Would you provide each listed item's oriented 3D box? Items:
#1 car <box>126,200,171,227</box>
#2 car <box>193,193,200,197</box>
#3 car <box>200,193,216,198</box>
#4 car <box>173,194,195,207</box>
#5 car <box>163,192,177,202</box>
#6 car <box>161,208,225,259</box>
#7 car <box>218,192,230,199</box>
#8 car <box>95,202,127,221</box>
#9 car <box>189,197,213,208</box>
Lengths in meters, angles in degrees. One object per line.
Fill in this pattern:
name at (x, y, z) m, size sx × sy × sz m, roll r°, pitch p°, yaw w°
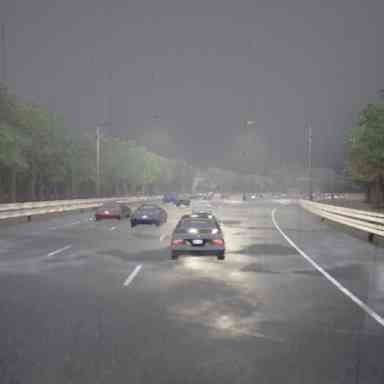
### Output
car at (-2.873, 1.535, 22.812) m, size 1.994 × 1.385 × 4.181 m, roll 0°, pitch 0°, yaw 3°
car at (1.008, 1.140, 87.842) m, size 2.097 × 1.767 × 4.553 m, roll 0°, pitch 0°, yaw 11°
car at (4.212, 1.326, 85.924) m, size 2.128 × 1.511 × 4.902 m, roll 0°, pitch 0°, yaw 11°
car at (-1.083, 1.412, 48.398) m, size 1.837 × 1.490 × 4.892 m, roll 0°, pitch 0°, yaw 6°
car at (-3.564, 1.091, 58.532) m, size 2.150 × 2.045 × 5.566 m, roll 0°, pitch 0°, yaw 8°
car at (0.225, 1.545, 12.553) m, size 2.033 × 1.411 × 5.357 m, roll 0°, pitch 0°, yaw 1°
car at (9.561, 1.004, 94.908) m, size 2.150 × 2.045 × 5.566 m, roll 0°, pitch 0°, yaw 12°
car at (-6.209, 1.504, 26.662) m, size 1.994 × 1.385 × 4.181 m, roll 0°, pitch 0°, yaw 3°
car at (0.981, 1.495, 31.047) m, size 1.812 × 1.442 × 4.674 m, roll 0°, pitch 0°, yaw 3°
